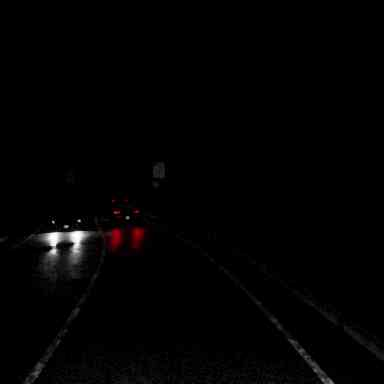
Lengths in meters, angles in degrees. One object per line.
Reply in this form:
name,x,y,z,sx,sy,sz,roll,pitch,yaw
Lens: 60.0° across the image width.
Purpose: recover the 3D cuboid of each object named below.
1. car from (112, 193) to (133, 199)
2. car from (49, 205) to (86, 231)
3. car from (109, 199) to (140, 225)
car,-8.405,1.139,40.320,2.150,2.045,5.566,0,0,-6
car,-7.770,1.530,20.991,2.033,1.411,5.357,-1,0,-17
car,-4.740,1.442,23.302,1.812,1.442,4.674,-1,0,-17
